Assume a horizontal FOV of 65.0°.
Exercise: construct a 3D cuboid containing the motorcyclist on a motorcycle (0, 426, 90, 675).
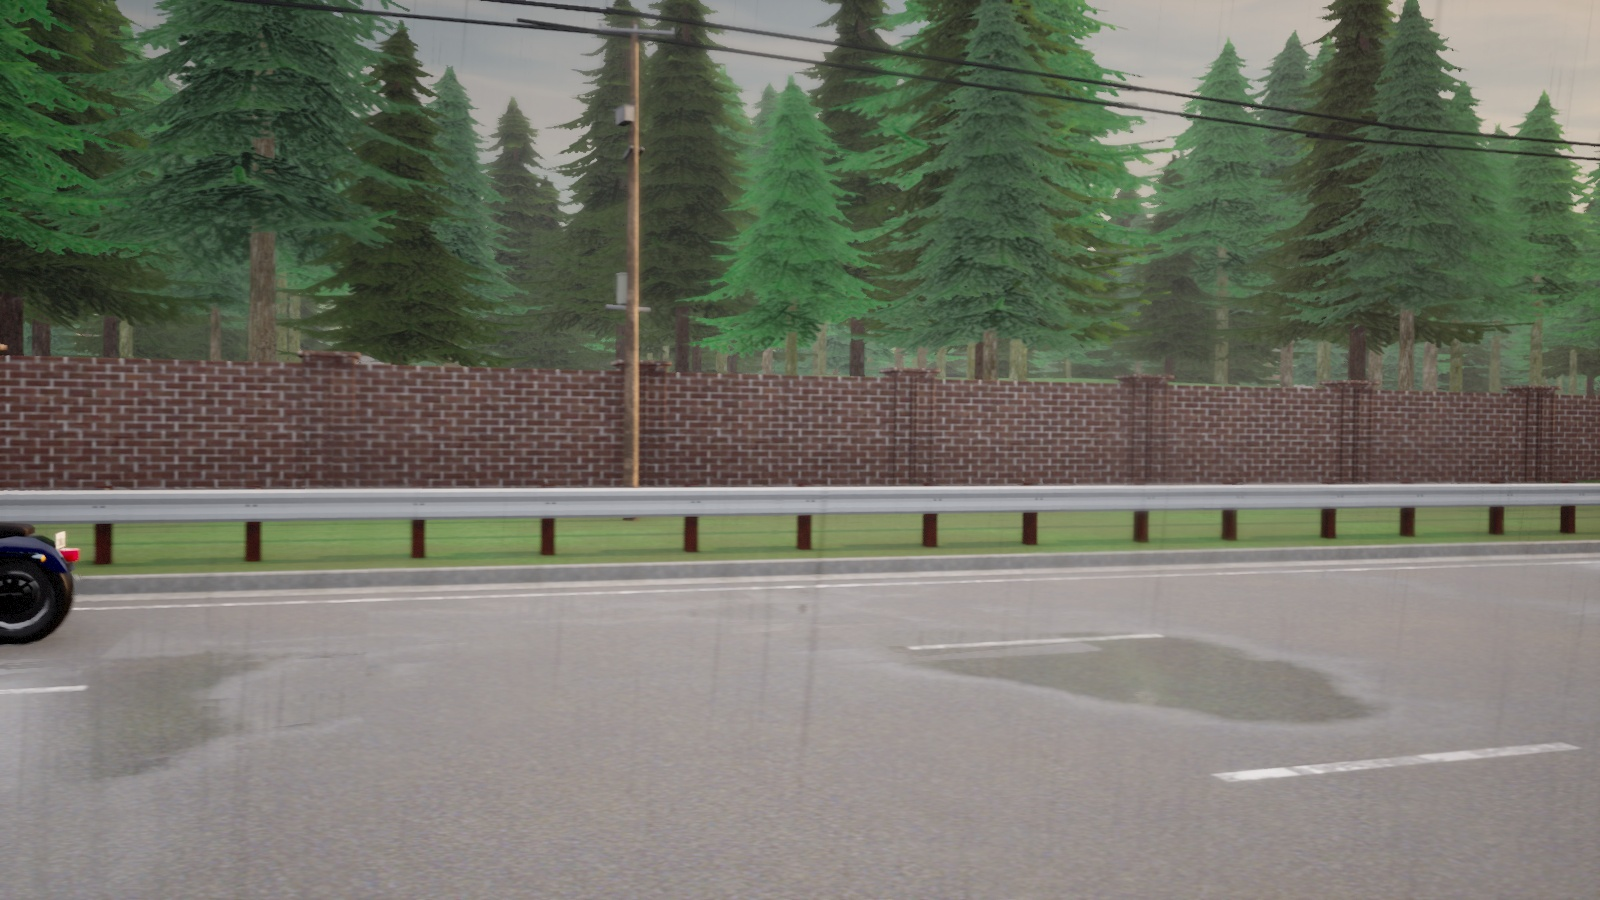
[{"bbox_3d":[-6.201,0.683,8.448,2.350,1.649,0.766,-1,1,-19],"label":"motorcyclist on a motorcycle"}]
